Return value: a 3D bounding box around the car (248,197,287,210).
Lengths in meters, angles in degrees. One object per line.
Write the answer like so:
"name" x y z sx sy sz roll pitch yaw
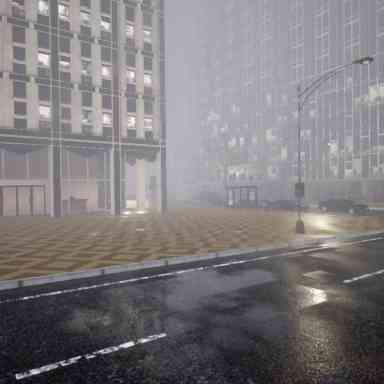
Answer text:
"car" 9.280 1.364 41.130 1.895 1.301 4.718 -1 1 -34

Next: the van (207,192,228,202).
"van" 4.445 0.856 58.430 1.690 1.788 3.998 0 1 -34

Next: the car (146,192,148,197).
"car" -8.409 0.616 77.181 2.192 1.841 5.009 0 1 -34

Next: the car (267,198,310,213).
"car" 10.282 1.424 34.872 1.947 1.339 4.313 0 1 -34

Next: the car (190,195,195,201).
"car" 1.232 1.044 63.121 1.802 1.307 4.206 0 1 -34

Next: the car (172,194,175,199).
"car" -5.195 0.936 72.497 1.802 1.307 4.206 0 1 -34

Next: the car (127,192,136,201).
"car" -12.108 1.040 67.759 2.008 1.369 4.403 0 1 -34

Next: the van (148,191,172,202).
"van" -5.680 0.938 58.381 1.690 1.788 3.998 0 1 -34

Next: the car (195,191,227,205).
"car" 3.264 0.887 49.908 2.150 2.045 5.566 -1 1 -35

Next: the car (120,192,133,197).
"car" -18.050 0.689 91.247 2.008 1.369 4.403 0 1 -34

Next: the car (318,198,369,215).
"car" 14.889 1.358 32.925 1.837 1.490 4.892 -1 1 -34

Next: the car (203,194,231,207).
"car" 3.916 1.320 44.292 1.947 1.339 4.313 0 1 -34

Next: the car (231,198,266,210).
"car" 7.082 1.388 39.572 1.802 1.307 4.206 0 1 -34

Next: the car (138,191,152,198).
"car" -11.623 0.687 81.870 1.967 1.590 4.097 0 1 -34
